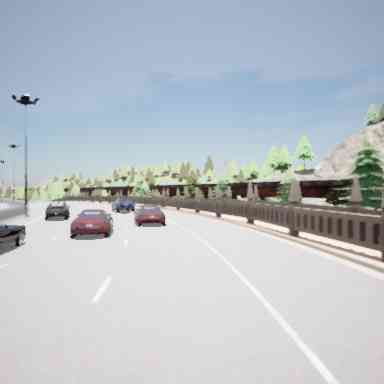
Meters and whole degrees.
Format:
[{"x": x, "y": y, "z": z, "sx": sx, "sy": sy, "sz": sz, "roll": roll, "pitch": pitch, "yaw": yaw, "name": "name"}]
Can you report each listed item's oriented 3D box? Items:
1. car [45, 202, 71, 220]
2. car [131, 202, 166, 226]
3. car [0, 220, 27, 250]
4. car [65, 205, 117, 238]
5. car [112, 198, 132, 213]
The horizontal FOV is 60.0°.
[{"x": -12.031, "y": 1.630, "z": 29.937, "sx": 2.128, "sy": 1.511, "sz": 4.902, "roll": 0, "pitch": 0, "yaw": -18, "name": "car"}, {"x": -3.128, "y": 1.631, "z": 24.277, "sx": 1.994, "sy": 1.385, "sz": 4.181, "roll": 0, "pitch": 0, "yaw": -13, "name": "car"}, {"x": -7.922, "y": 1.669, "z": 12.458, "sx": 1.895, "sy": 1.301, "sz": 4.718, "roll": 0, "pitch": 0, "yaw": -7, "name": "car"}, {"x": -5.429, "y": 1.632, "z": 18.394, "sx": 1.994, "sy": 1.385, "sz": 4.181, "roll": 0, "pitch": 0, "yaw": -11, "name": "car"}, {"x": -8.325, "y": 1.481, "z": 39.916, "sx": 2.097, "sy": 1.767, "sz": 4.553, "roll": 0, "pitch": 0, "yaw": -22, "name": "car"}]
